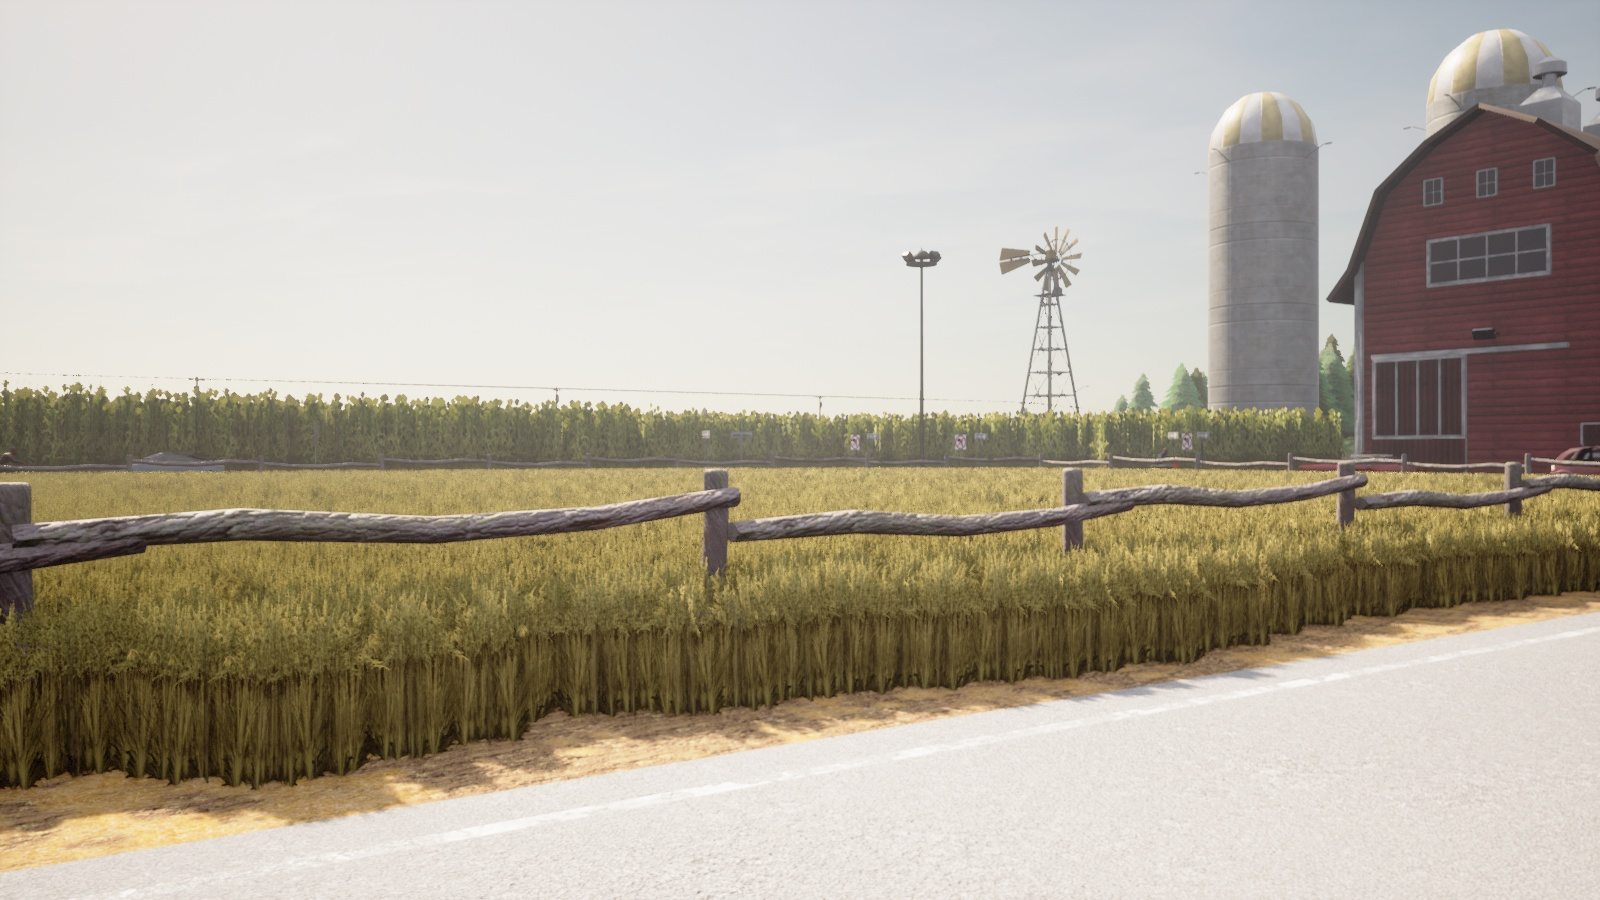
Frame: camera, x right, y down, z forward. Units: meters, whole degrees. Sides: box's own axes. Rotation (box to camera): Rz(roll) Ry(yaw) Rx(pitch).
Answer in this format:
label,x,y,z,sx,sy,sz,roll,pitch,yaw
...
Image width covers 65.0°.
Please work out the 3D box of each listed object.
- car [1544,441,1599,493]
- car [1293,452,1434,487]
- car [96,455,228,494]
label,x,y,z,sx,sy,sz,roll,pitch,yaw
car,25.613,0.521,38.921,1.851,1.617,3.988,0,0,-38
car,22.006,0.745,49.189,1.895,1.301,4.718,0,0,-38
car,-23.815,0.877,46.899,4.181,1.385,1.994,0,0,-34
